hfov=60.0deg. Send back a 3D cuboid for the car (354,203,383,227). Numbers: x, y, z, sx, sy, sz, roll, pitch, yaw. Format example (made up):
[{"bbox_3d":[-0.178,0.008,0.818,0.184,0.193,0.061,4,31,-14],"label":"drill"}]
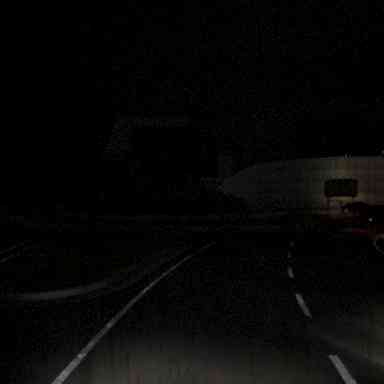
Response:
[{"bbox_3d":[13.954,1.764,24.486,1.882,1.535,5.008,-1,-1,45],"label":"car"}]

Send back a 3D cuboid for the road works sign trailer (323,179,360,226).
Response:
[{"bbox_3d":[11.850,0.771,26.398,2.380,3.560,2.880,0,-1,34],"label":"road works sign trailer"}]

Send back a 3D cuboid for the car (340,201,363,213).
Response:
[{"bbox_3d":[21.293,1.984,43.640,1.882,1.535,5.008,1,-1,-3],"label":"car"}]
